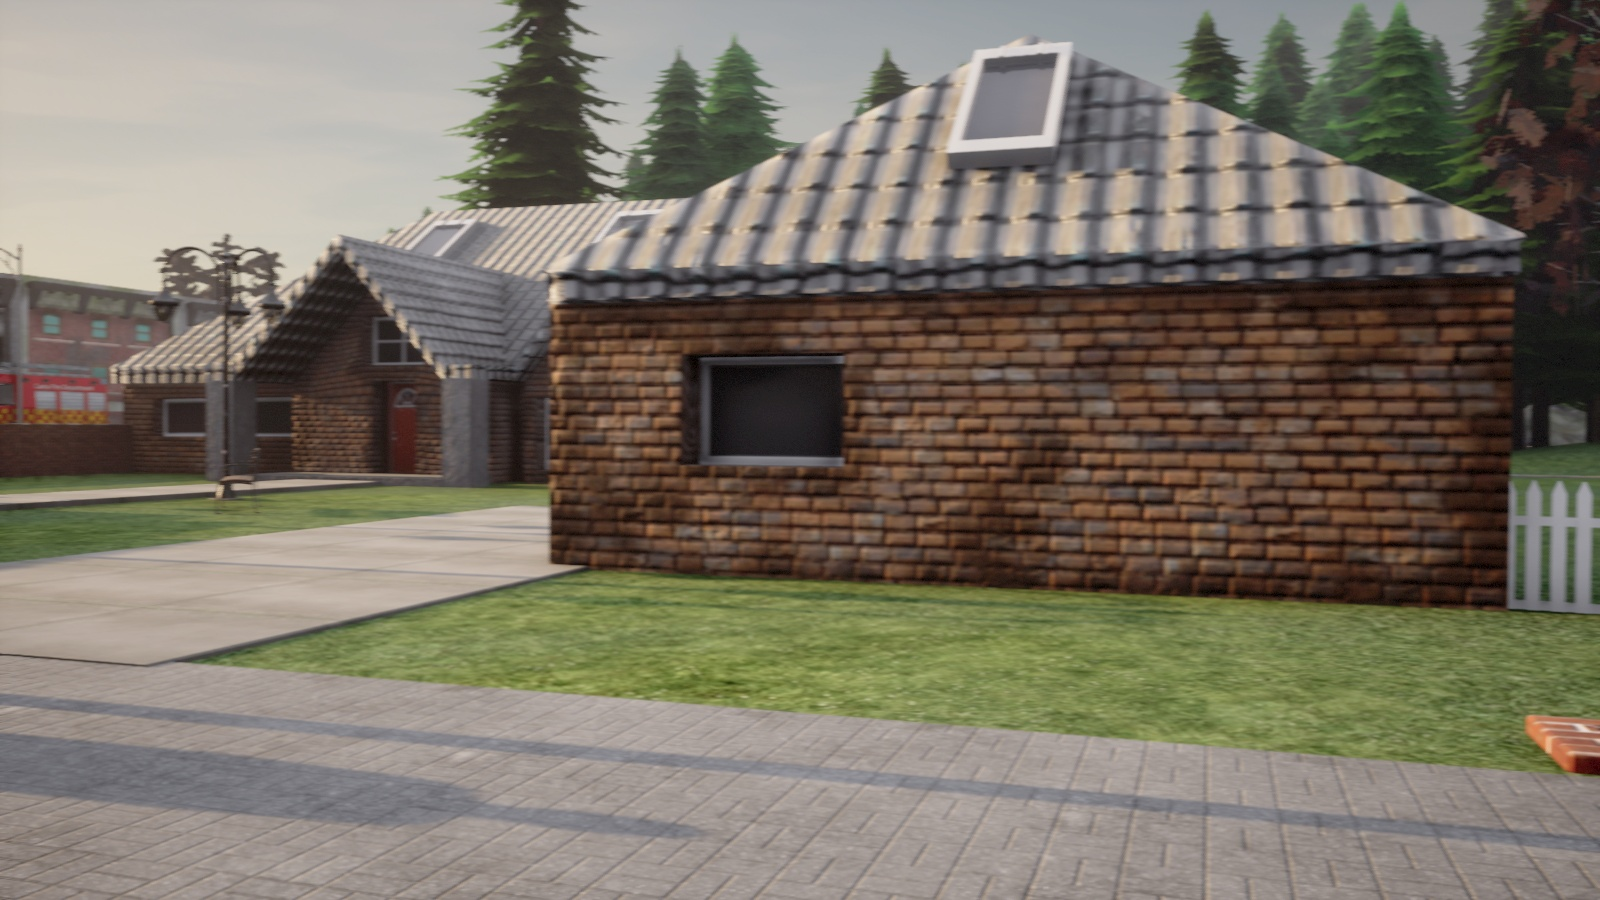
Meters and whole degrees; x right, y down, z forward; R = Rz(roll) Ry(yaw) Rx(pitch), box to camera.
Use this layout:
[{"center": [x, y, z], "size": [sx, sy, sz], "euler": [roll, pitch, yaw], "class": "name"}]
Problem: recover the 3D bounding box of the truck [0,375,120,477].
[{"center": [-31.007, -0.910, 48.643], "size": [2.891, 3.827, 8.468], "euler": [0, 1, 19], "class": "truck"}]
